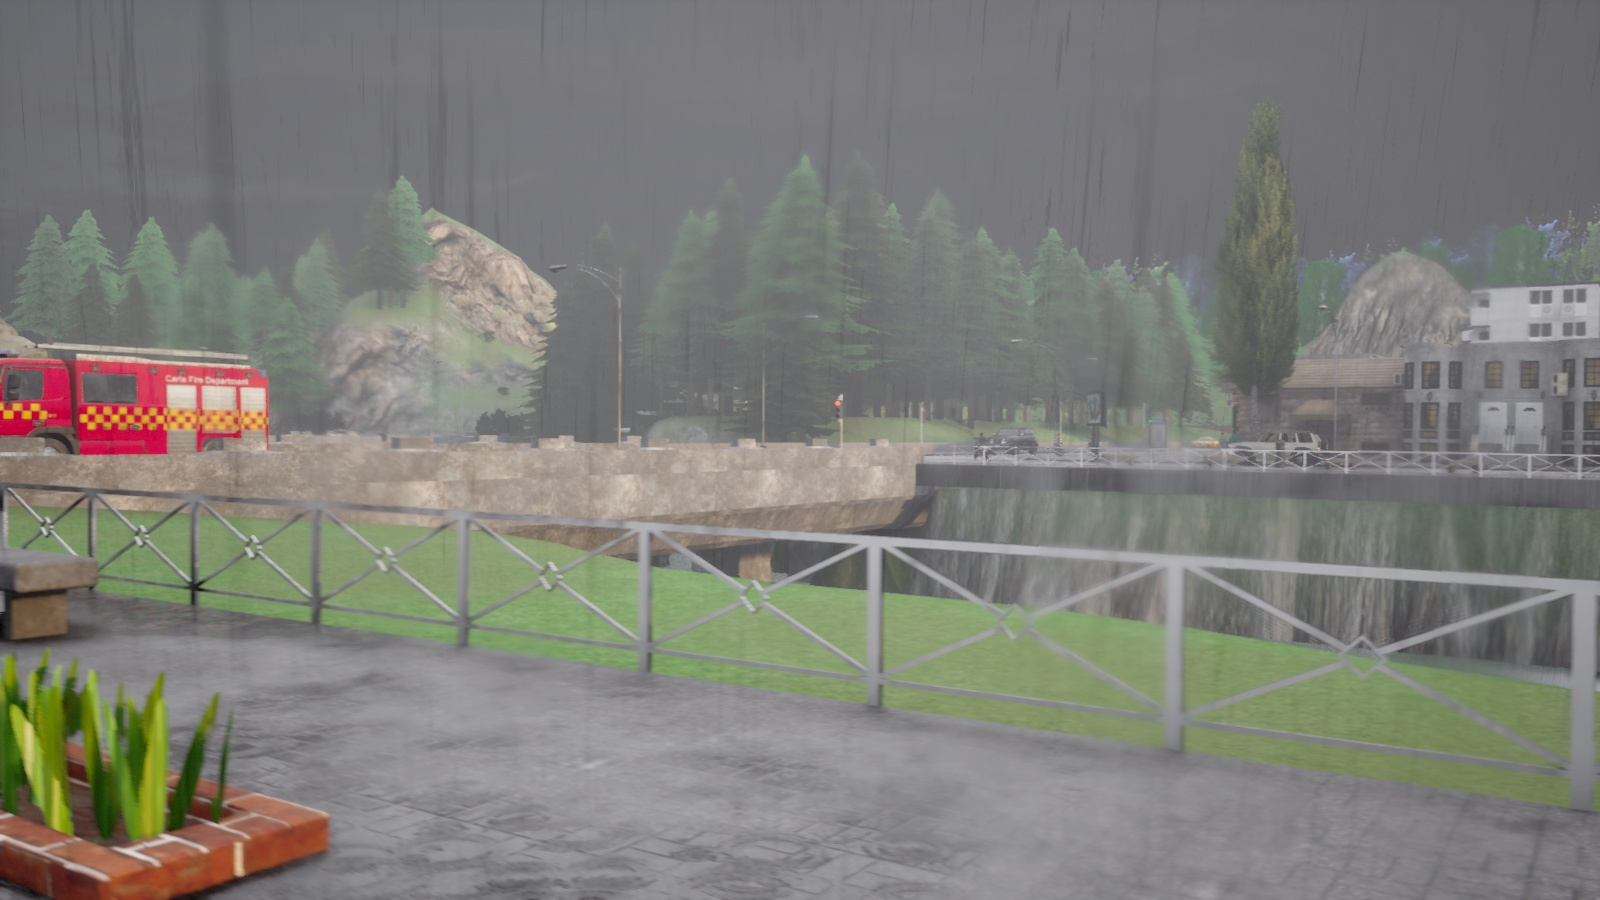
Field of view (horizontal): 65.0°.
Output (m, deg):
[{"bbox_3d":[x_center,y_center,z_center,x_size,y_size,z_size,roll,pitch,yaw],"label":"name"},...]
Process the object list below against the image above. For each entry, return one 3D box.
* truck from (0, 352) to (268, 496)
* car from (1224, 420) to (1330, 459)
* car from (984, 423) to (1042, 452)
[{"bbox_3d":[-20.522,-0.756,37.300,2.891,3.827,8.468,0,1,34],"label":"truck"},{"bbox_3d":[23.696,-0.519,62.481,4.605,1.855,1.932,0,1,34],"label":"car"},{"bbox_3d":[15.581,-0.941,91.630,2.150,2.045,5.566,0,1,33],"label":"car"}]
